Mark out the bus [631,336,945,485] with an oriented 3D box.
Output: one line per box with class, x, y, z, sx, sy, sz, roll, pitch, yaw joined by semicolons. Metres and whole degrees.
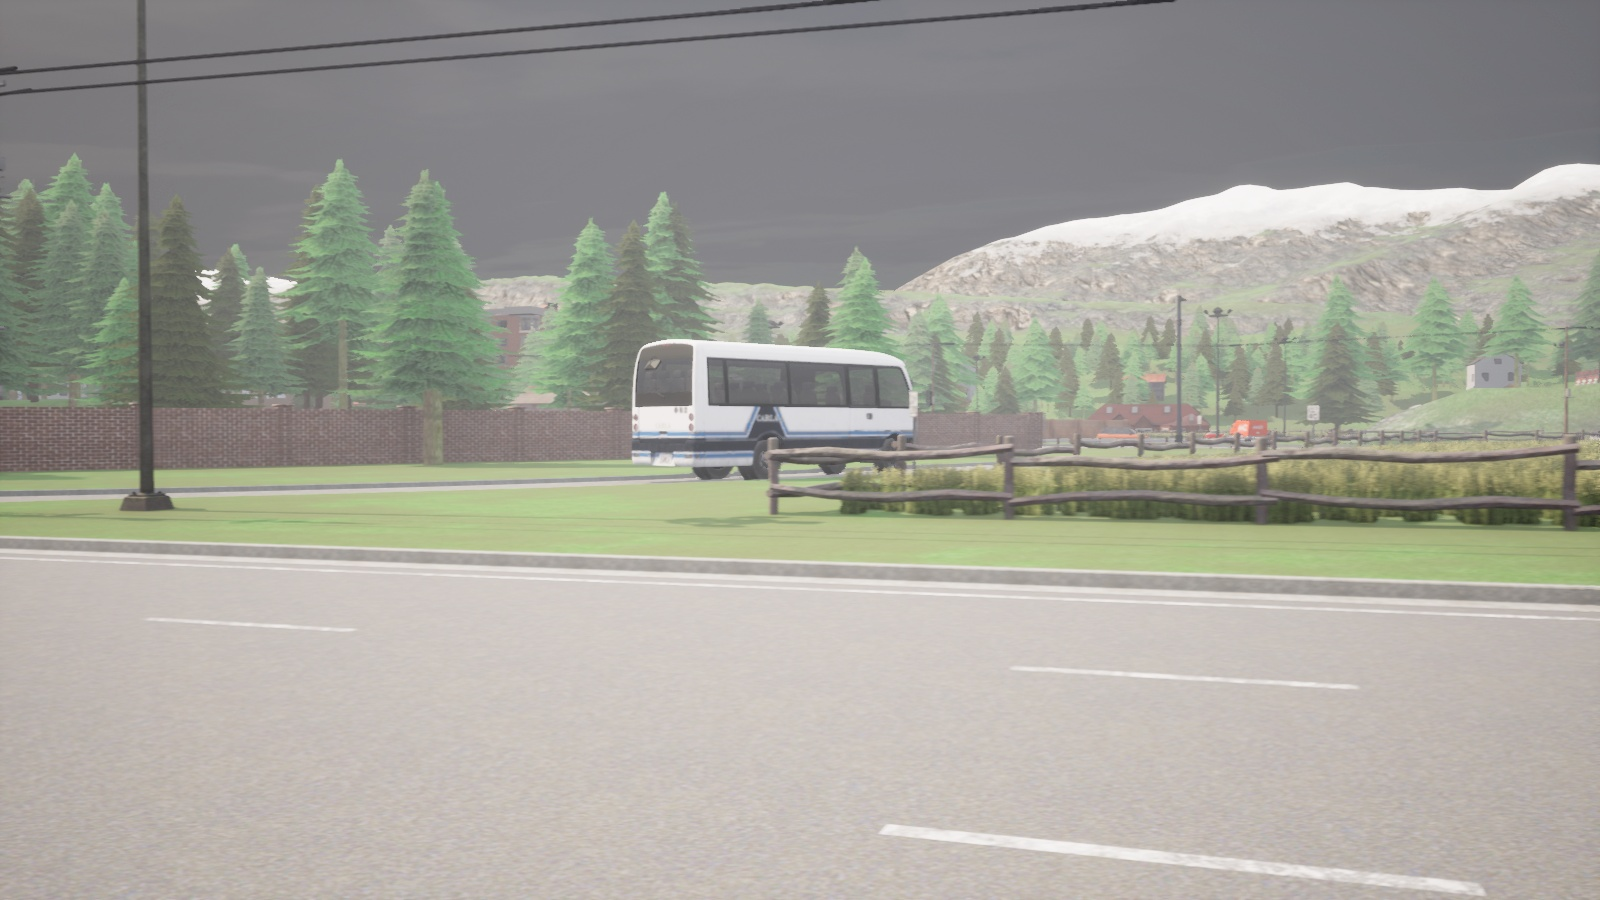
bus;-0.128;-1.203;40.722;10.273;4.253;3.944;-1;1;-44
